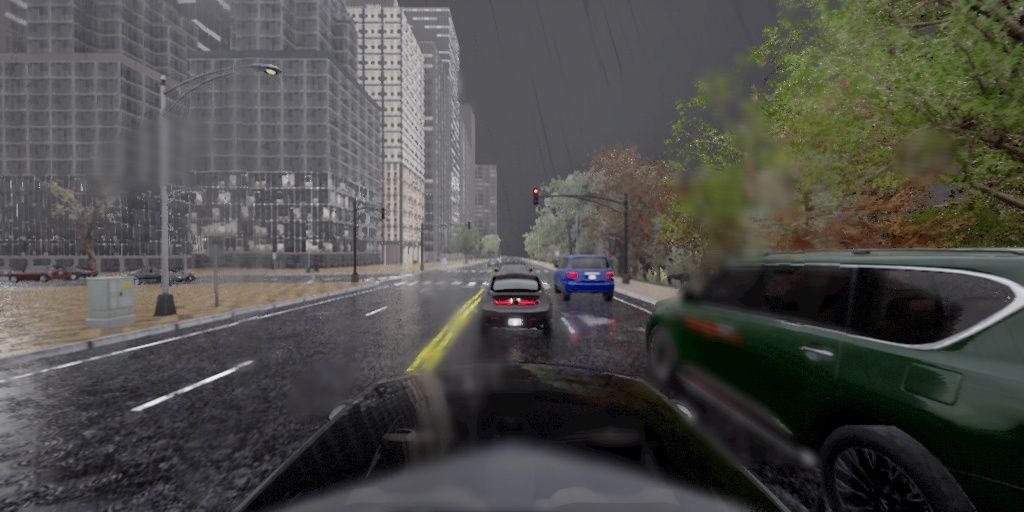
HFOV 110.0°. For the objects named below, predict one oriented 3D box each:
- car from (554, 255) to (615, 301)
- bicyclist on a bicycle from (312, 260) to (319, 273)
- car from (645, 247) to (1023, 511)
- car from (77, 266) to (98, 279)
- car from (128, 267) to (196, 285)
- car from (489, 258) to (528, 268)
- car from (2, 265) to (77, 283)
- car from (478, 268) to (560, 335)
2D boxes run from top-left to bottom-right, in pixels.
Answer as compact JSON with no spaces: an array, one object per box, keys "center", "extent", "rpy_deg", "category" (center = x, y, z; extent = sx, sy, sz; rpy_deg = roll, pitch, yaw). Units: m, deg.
[{"center":[3.316,0.958,17.351],"extent":[2.150,2.045,5.566],"rpy_deg":[0,0,1],"category":"car"},{"center":[-24.646,1.297,44.941],"extent":[0.582,1.620,1.656],"rpy_deg":[-1,1,0],"category":"bicyclist on a bicycle"},{"center":[3.330,0.968,3.750],"extent":[2.150,2.045,5.566],"rpy_deg":[0,0,0],"category":"car"},{"center":[-50.226,1.943,40.859],"extent":[4.892,1.490,1.837],"rpy_deg":[-1,1,1],"category":"car"},{"center":[-30.122,1.720,30.871],"extent":[4.892,1.490,1.837],"rpy_deg":[-1,1,0],"category":"car"},{"center":[0.080,1.087,19.514],"extent":[2.097,1.767,4.553],"rpy_deg":[0,0,0],"category":"car"},{"center":[-49.468,1.809,37.619],"extent":[4.553,1.767,2.097],"rpy_deg":[-1,1,1],"category":"car"},{"center":[0.094,1.246,10.456],"extent":[1.837,1.490,4.892],"rpy_deg":[0,0,0],"category":"car"}]
